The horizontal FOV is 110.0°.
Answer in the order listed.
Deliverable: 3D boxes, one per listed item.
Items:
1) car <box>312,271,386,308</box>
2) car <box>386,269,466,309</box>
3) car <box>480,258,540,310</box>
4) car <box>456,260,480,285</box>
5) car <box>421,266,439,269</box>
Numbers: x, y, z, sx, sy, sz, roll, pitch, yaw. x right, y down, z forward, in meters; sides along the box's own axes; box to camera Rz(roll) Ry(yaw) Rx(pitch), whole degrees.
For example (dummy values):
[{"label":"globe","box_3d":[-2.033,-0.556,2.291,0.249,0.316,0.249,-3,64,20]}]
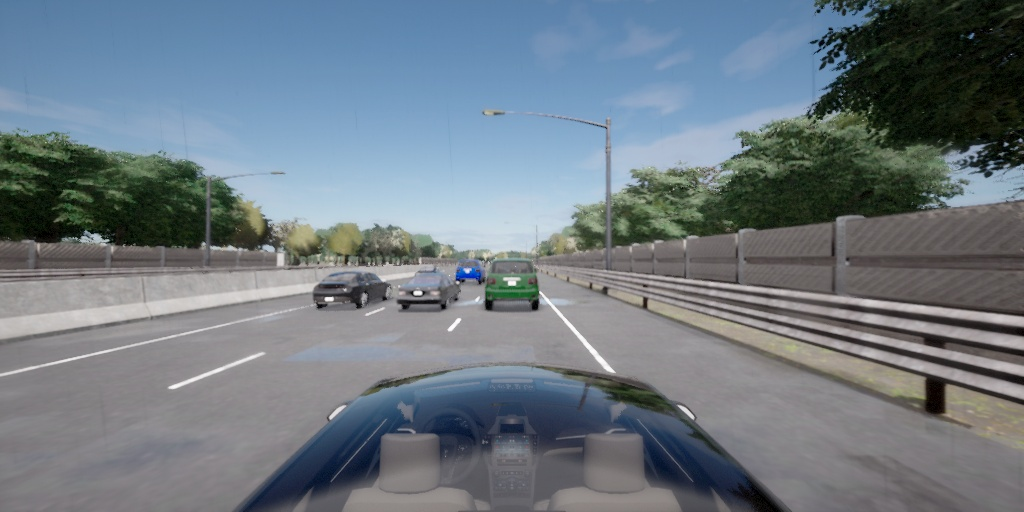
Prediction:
[{"label":"car","box_3d":[-6.998,1.424,16.164,1.837,1.490,4.892,0,0,0]},{"label":"car","box_3d":[-3.502,1.460,15.853,2.033,1.411,5.357,0,-1,0]},{"label":"car","box_3d":[-0.001,1.130,15.891,2.150,2.045,5.566,0,-1,0]},{"label":"car","box_3d":[-3.504,1.362,30.895,2.150,2.045,5.566,0,-1,0]},{"label":"car","box_3d":[-7.001,1.642,31.167,2.128,1.511,4.902,0,-1,0]}]
